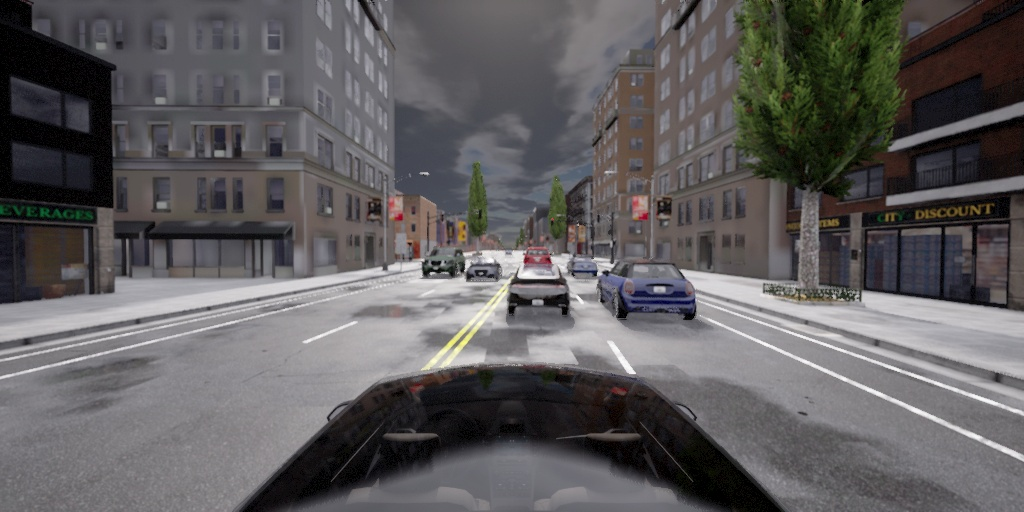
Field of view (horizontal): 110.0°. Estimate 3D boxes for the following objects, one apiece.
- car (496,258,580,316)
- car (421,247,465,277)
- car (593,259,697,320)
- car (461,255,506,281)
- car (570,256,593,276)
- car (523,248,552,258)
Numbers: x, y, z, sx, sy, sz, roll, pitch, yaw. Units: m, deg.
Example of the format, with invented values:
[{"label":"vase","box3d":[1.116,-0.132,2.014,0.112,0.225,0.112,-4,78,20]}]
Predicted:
[{"label":"car","box3d":[0.910,0.994,12.169,2.128,1.511,4.902,0,1,5]},{"label":"car","box3d":[-4.781,0.380,26.000,2.150,2.045,5.566,0,1,4]},{"label":"car","box3d":[4.131,0.874,11.712,2.097,1.767,4.553,0,1,5]},{"label":"car","box3d":[-1.709,0.799,23.159,1.994,1.385,4.181,0,1,4]},{"label":"car","box3d":[5.195,0.715,27.005,2.033,1.411,5.357,0,1,4]},{"label":"car","box3d":[2.060,0.333,29.001,2.150,2.045,5.566,0,1,4]}]
